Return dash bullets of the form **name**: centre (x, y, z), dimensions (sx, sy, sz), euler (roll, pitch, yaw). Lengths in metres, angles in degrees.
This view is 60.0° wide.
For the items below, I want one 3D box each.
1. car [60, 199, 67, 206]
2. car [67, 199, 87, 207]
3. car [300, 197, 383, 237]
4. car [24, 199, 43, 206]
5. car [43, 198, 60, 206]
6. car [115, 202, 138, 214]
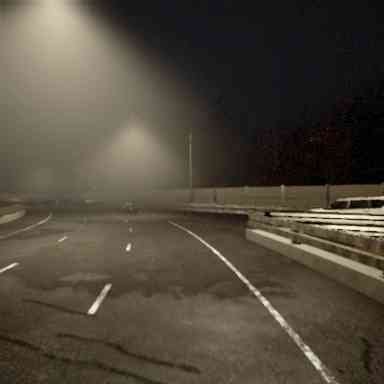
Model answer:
- **car**: centre (-28.304, 2.273, 74.633), dimensions (1.837, 1.490, 4.892), euler (0, -1, -44)
- **car**: centre (-23.315, 2.163, 68.418), dimensions (2.097, 1.767, 4.553), euler (0, -1, -38)
- **car**: centre (9.156, 1.331, 19.177), dimensions (5.566, 2.045, 2.150), euler (-3, -2, 40)
- **car**: centre (-33.917, 2.227, 70.322), dimensions (1.882, 1.535, 5.008), euler (0, -1, -44)
- **car**: centre (-31.306, 2.234, 72.653), dimensions (1.882, 1.535, 5.008), euler (0, -1, -44)
- **car**: centre (-8.289, 1.985, 41.888), dimensions (1.994, 1.385, 4.181), euler (0, -1, -27)
